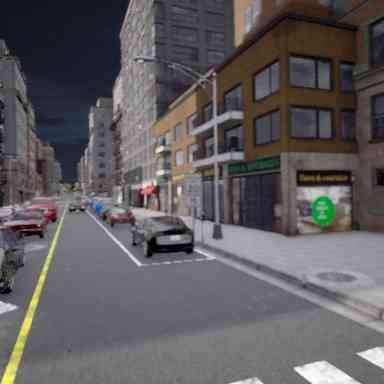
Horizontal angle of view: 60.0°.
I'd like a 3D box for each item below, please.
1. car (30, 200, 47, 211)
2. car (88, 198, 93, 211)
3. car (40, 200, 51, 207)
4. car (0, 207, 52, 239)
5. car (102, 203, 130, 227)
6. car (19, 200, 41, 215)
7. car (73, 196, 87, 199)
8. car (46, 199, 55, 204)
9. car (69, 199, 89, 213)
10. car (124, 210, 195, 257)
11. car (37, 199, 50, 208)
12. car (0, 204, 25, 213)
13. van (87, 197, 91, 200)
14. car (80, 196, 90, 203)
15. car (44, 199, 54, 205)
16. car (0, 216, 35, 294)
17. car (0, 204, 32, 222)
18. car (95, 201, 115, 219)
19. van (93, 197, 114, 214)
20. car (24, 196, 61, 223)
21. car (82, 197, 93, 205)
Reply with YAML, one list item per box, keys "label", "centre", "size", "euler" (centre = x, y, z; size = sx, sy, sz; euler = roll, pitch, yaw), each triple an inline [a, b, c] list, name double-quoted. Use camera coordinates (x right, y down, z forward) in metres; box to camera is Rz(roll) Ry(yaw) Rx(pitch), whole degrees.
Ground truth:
- label: "car"
  centre: [-23.882, 2.060, 51.734]
  size: [2.008, 1.369, 4.403]
  euler: [-1, 0, -20]
- label: "car"
  centre: [-10.687, 1.774, 38.947]
  size: [2.008, 1.369, 4.403]
  euler: [-1, 0, -20]
- label: "car"
  centre: [-29.539, 2.225, 67.269]
  size: [1.802, 1.307, 4.206]
  euler: [-1, 0, -20]
- label: "car"
  centre: [-9.031, 1.782, 18.370]
  size: [1.895, 1.301, 4.718]
  euler: [-1, 0, -20]
- label: "car"
  centre: [-5.028, 1.682, 23.414]
  size: [1.802, 1.307, 4.206]
  euler: [-1, 0, -20]
- label: "car"
  centre: [-20.113, 1.860, 41.378]
  size: [1.967, 1.590, 4.097]
  euler: [-1, 0, -20]
- label: "car"
  centre: [-17.786, 1.873, 51.028]
  size: [2.128, 1.511, 4.902]
  euler: [-1, 0, -20]
- label: "car"
  centre: [-35.196, 2.340, 82.803]
  size: [1.947, 1.339, 4.313]
  euler: [-1, 0, -20]
- label: "car"
  centre: [-14.325, 1.901, 41.537]
  size: [1.895, 1.301, 4.718]
  euler: [-1, 0, -20]
- label: "car"
  centre: [-1.257, 1.589, 13.057]
  size: [1.947, 1.339, 4.313]
  euler: [-1, 0, -20]
- label: "car"
  centre: [-27.654, 2.143, 62.090]
  size: [1.887, 1.381, 4.507]
  euler: [-1, 0, -20]
- label: "car"
  centre: [-14.453, 1.875, 25.845]
  size: [1.802, 1.307, 4.206]
  euler: [-1, 0, -20]
- label: "van"
  centre: [-12.577, 1.608, 44.125]
  size: [1.690, 1.788, 3.998]
  euler: [-1, 0, -20]
- label: "car"
  centre: [-27.663, 1.936, 85.551]
  size: [2.192, 1.841, 5.009]
  euler: [-1, 0, -20]
- label: "car"
  centre: [-33.311, 2.276, 77.625]
  size: [1.887, 1.381, 4.507]
  euler: [-1, 0, -20]
- label: "car"
  centre: [-5.612, 1.660, 8.930]
  size: [2.033, 1.411, 5.357]
  euler: [-1, 0, -22]
- label: "car"
  centre: [-16.339, 1.885, 31.023]
  size: [2.008, 1.369, 4.403]
  euler: [-1, 0, -20]
- label: "car"
  centre: [-6.915, 1.706, 28.592]
  size: [1.947, 1.339, 4.313]
  euler: [-1, 0, -20]
- label: "van"
  centre: [-8.805, 1.522, 33.770]
  size: [1.690, 1.788, 3.998]
  euler: [-1, 0, -20]
- label: "car"
  centre: [-12.624, 1.478, 28.294]
  size: [2.150, 2.045, 5.566]
  euler: [-1, 0, -19]
- label: "car"
  centre: [-22.003, 1.930, 70.016]
  size: [1.967, 1.590, 4.097]
  euler: [-1, 0, -20]
